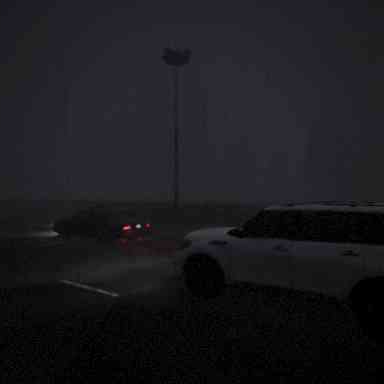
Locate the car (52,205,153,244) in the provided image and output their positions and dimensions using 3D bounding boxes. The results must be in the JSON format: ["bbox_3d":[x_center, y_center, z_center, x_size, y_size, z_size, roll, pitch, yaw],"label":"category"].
[{"bbox_3d":[-4.328,1.510,15.674,5.357,1.411,2.033,0,0,35],"label":"car"}]

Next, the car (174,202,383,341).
[{"bbox_3d":[2.249,1.217,6.685,5.566,2.045,2.150,0,0,35],"label":"car"}]
